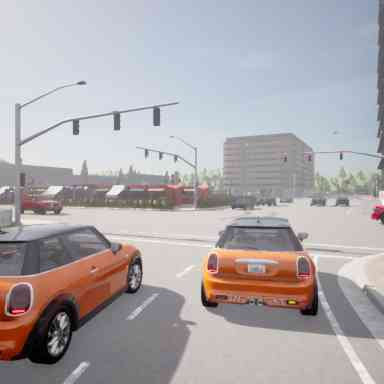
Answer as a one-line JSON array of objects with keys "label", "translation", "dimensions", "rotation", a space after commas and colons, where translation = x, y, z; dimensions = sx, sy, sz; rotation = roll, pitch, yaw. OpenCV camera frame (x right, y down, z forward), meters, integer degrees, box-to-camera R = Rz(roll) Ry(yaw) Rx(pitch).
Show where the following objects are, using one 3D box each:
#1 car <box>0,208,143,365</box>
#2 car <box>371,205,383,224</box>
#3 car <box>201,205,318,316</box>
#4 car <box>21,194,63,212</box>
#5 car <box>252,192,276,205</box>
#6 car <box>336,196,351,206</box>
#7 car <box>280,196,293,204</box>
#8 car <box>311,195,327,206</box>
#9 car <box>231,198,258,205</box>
[{"label": "car", "translation": [-2.486, 1.352, 6.145], "dimensions": [2.097, 1.767, 4.553], "rotation": [0, 0, 10]}, {"label": "car", "translation": [15.206, 1.272, 22.404], "dimensions": [5.566, 2.045, 2.150], "rotation": [0, 0, 28]}, {"label": "car", "translation": [1.631, 1.352, 7.851], "dimensions": [2.097, 1.767, 4.553], "rotation": [0, 0, 14]}, {"label": "car", "translation": [-16.095, 1.277, 34.834], "dimensions": [5.566, 2.045, 2.150], "rotation": [0, 0, 28]}, {"label": "car", "translation": [11.766, 1.224, 52.752], "dimensions": [2.150, 2.045, 5.566], "rotation": [0, 0, 28]}, {"label": "car", "translation": [24.899, 1.504, 54.826], "dimensions": [1.837, 1.490, 4.892], "rotation": [0, 0, 28]}, {"label": "car", "translation": [18.696, 1.491, 65.880], "dimensions": [2.128, 1.511, 4.902], "rotation": [0, 0, 28]}, {"label": "car", "translation": [21.196, 1.352, 55.295], "dimensions": [2.097, 1.767, 4.553], "rotation": [0, 0, 28]}, {"label": "car", "translation": [6.648, 1.601, 42.977], "dimensions": [1.895, 1.301, 4.718], "rotation": [0, 0, 28]}]
